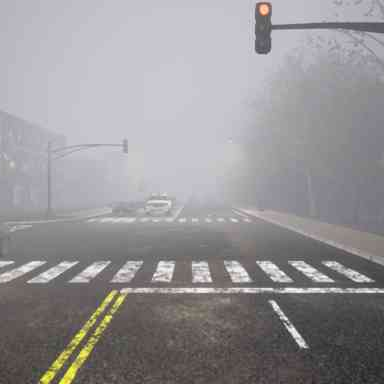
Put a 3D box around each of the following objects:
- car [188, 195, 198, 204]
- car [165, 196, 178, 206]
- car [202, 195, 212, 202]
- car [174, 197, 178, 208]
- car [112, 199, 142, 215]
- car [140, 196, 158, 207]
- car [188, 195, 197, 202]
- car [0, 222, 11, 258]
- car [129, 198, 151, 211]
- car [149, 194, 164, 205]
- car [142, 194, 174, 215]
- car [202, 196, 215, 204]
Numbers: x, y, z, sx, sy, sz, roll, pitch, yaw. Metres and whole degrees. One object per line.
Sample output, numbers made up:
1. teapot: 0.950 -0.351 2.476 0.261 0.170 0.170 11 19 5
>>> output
1. car: 0.172 1.467 64.707 2.128 1.511 4.902 0 0 0
2. car: -3.277 1.485 53.940 1.837 1.490 4.892 0 0 0
3. car: 3.335 1.510 74.740 2.033 1.411 5.357 0 0 0
4. car: -3.291 1.586 43.791 1.895 1.301 4.718 0 0 1
5. car: -6.557 1.591 33.142 1.895 1.301 4.718 0 0 0
6. car: -6.530 1.473 51.124 2.128 1.511 4.902 0 0 0
7. car: 0.087 1.447 75.017 1.882 1.535 5.008 0 0 0
8. car: -6.864 1.490 9.847 2.128 1.511 4.902 1 0 -15
9. car: -6.537 1.550 42.070 1.994 1.385 4.181 0 0 1
10. car: -6.493 1.329 61.178 2.097 1.767 4.553 0 0 0
11. car: -3.304 1.211 33.735 2.150 2.045 5.566 0 0 0
12. car: 3.423 1.576 64.722 1.895 1.301 4.718 0 0 0
